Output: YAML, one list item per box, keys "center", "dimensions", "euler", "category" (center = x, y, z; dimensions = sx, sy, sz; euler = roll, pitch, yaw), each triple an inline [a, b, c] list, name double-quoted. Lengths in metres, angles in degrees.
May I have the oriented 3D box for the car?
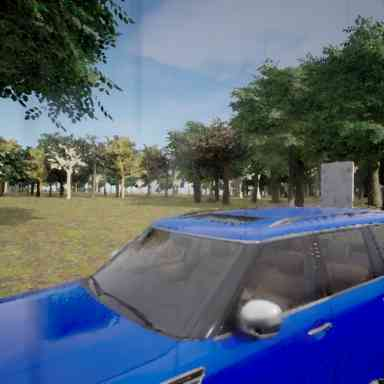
- center: [0.439, 1.223, 3.387]
  dimensions: [5.566, 2.045, 2.150]
  euler: [0, 0, -36]
  category: "car"
